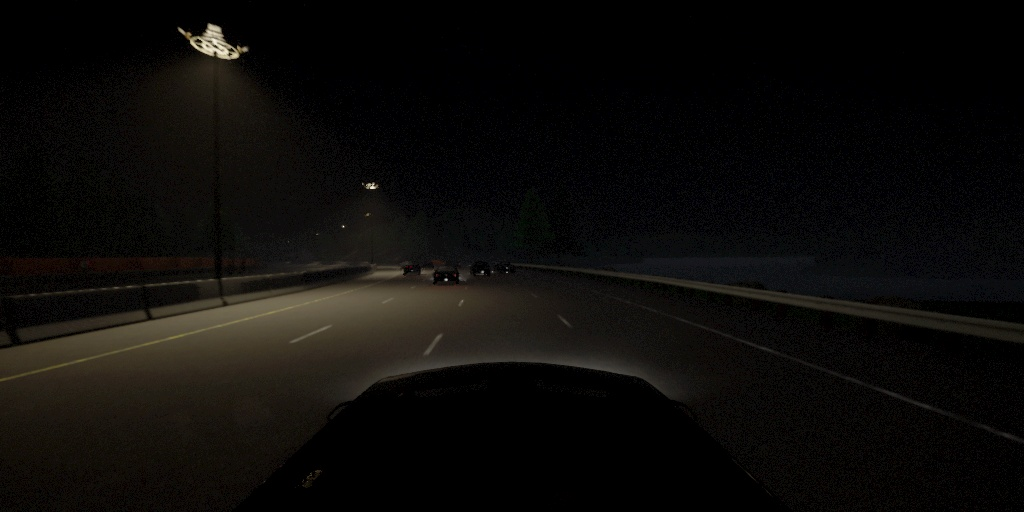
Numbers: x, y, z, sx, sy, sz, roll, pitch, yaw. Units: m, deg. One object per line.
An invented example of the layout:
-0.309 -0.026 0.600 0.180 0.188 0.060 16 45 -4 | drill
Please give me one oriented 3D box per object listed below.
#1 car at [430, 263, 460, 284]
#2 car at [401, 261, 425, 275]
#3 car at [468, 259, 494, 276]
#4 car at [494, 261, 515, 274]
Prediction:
-5.092 1.434 27.989 1.895 1.301 4.718 -1 0 -9 | car
-11.607 1.425 41.981 2.128 1.511 4.902 -1 0 -14 | car
-3.455 1.317 38.072 1.837 1.490 4.892 0 0 -12 | car
-0.970 1.341 43.052 1.994 1.385 4.181 -1 0 -12 | car
